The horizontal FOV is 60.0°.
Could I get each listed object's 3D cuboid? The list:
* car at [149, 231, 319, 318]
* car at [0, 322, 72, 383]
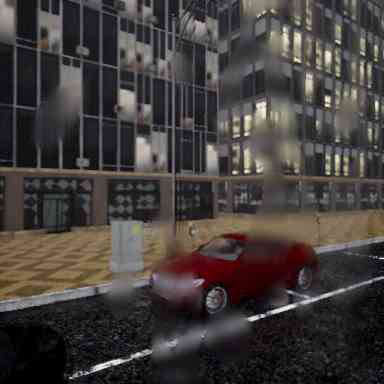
[{"bbox_3d":[1.101,1.566,7.341,4.206,1.307,1.802,0,0,-35],"label":"car"},{"bbox_3d":[-2.975,1.510,1.258,4.892,1.490,1.837,0,0,-35],"label":"car"}]
